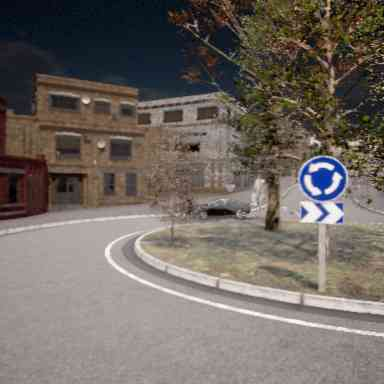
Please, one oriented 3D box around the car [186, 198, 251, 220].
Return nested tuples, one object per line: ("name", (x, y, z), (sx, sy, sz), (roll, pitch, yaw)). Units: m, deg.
("car", (1.930, 1.198, 24.631), (4.902, 1.511, 2.128), (0, 0, -15))
